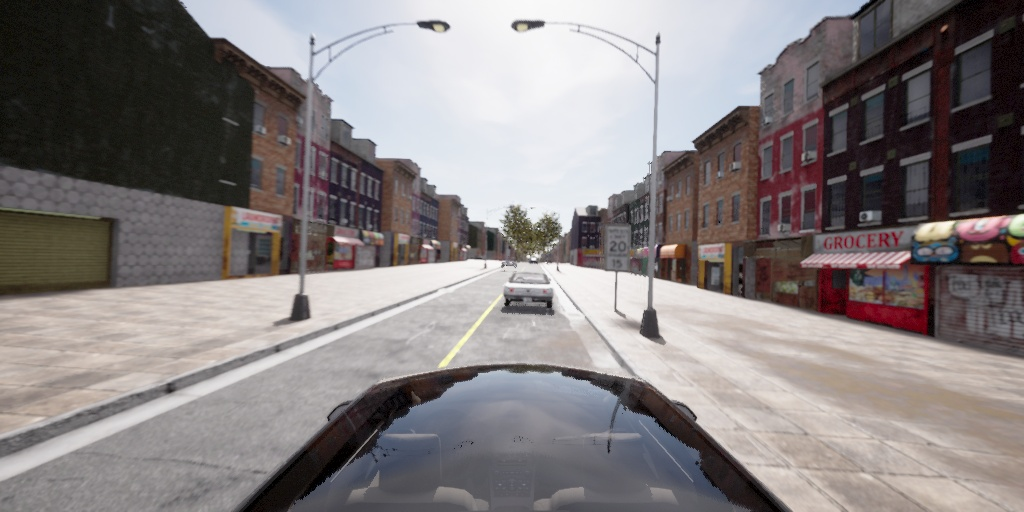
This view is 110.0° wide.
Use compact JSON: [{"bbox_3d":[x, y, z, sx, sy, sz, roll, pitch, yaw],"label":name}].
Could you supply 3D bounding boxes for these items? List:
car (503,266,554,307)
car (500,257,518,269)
[{"bbox_3d":[0.739,1.315,15.390,1.895,1.301,4.718,2,0,4],"label":"car"},{"bbox_3d":[-0.281,0.788,42.563,1.895,1.301,4.718,2,0,4],"label":"car"}]
